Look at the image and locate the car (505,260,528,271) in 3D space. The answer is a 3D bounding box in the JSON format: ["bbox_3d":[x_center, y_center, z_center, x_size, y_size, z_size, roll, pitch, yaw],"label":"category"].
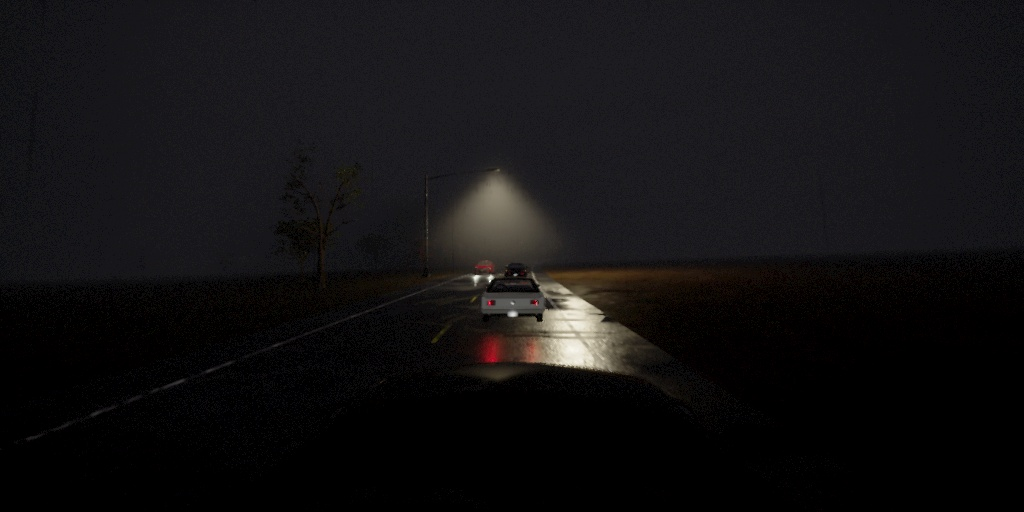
[{"bbox_3d":[0.361,1.290,30.073,1.812,1.442,4.674,0,0,1],"label":"car"}]

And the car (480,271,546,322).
[{"bbox_3d":[0.041,1.358,12.380,1.895,1.301,4.718,0,0,0],"label":"car"}]

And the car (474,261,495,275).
[{"bbox_3d":[-2.995,1.262,39.949,1.882,1.535,5.008,0,0,3],"label":"car"}]
